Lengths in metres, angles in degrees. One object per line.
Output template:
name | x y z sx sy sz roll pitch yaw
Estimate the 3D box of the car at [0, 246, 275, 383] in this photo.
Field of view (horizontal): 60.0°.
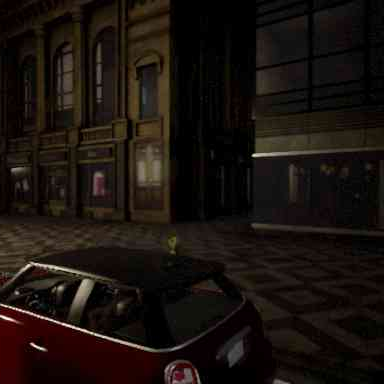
car | -1.258 1.379 3.880 4.097 1.590 1.967 1 1 33
